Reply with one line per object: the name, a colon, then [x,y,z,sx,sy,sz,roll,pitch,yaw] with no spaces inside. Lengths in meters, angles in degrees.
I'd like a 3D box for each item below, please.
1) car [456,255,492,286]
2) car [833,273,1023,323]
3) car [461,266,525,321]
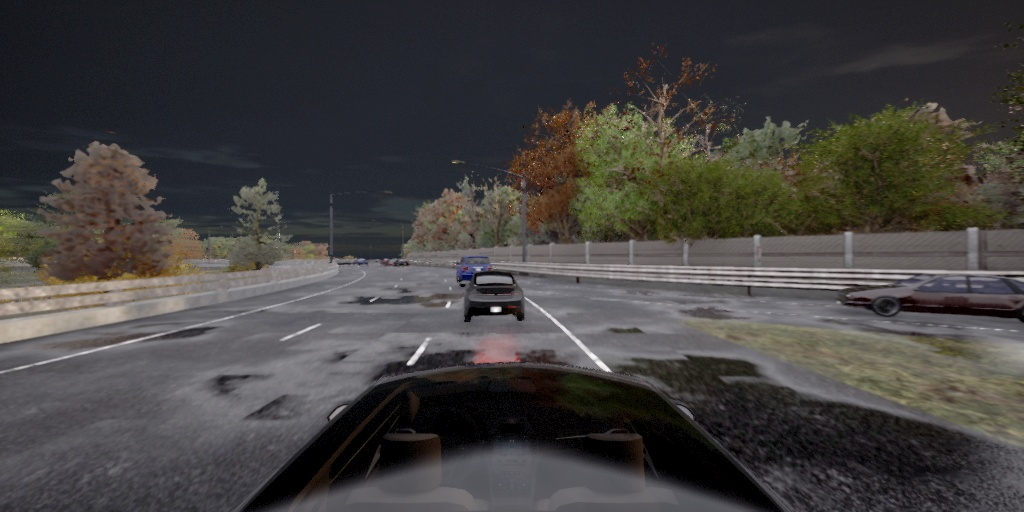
car: [-2.735,0.979,25.486,2.150,2.045,5.566,0,0,-12]
car: [13.840,1.251,11.325,5.357,1.411,2.033,0,0,33]
car: [-0.709,1.257,12.490,1.837,1.490,4.892,0,0,-6]
